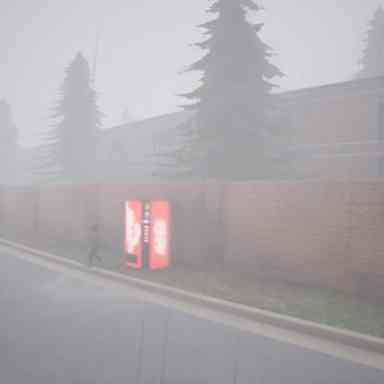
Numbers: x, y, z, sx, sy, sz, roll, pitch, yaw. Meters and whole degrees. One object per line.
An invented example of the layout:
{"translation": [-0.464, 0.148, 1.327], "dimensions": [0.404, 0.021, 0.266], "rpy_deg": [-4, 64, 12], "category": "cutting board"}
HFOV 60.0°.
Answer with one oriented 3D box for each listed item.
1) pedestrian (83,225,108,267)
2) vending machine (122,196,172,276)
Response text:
{"translation": [-2.654, 1.123, 9.187], "dimensions": [0.375, 1.860, 0.375], "rpy_deg": [0, 0, 41], "category": "pedestrian"}
{"translation": [-1.288, 1.188, 9.550], "dimensions": [0.880, 2.100, 1.100], "rpy_deg": [0, 0, 41], "category": "vending machine"}
